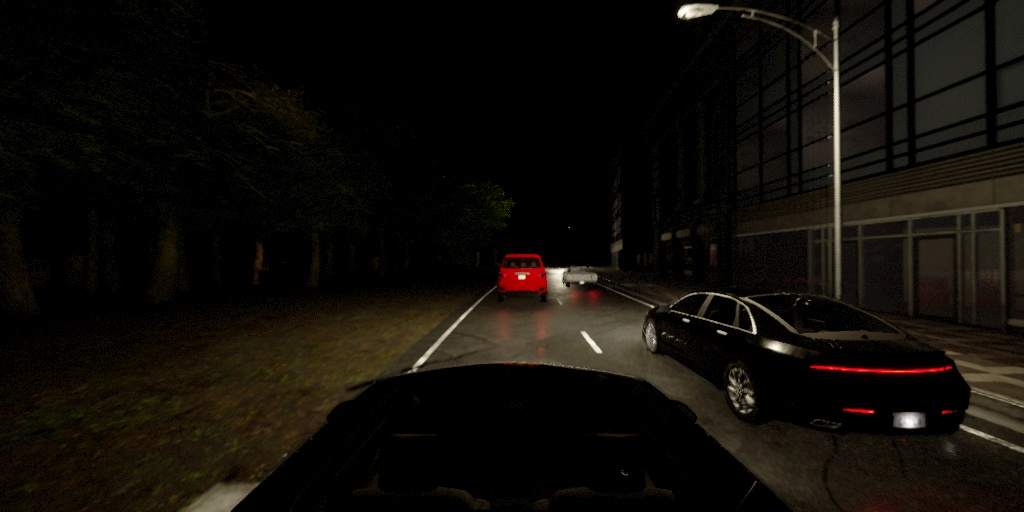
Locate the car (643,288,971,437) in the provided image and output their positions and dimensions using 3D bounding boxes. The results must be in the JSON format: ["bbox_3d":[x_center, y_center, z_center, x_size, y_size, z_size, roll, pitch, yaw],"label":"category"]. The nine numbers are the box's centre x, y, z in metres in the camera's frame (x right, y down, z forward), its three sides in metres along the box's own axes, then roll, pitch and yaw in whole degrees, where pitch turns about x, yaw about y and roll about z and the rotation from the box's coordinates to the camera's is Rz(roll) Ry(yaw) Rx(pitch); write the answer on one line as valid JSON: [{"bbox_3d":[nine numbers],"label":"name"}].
[{"bbox_3d":[3.672,1.249,5.709,1.837,1.490,4.892,0,0,1],"label":"car"}]

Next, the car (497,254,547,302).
[{"bbox_3d":[0.519,0.952,17.179,2.150,2.045,5.566,0,0,3],"label":"car"}]

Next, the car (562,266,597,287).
[{"bbox_3d":[4.436,1.344,24.129,1.895,1.301,4.718,0,0,4],"label":"car"}]
